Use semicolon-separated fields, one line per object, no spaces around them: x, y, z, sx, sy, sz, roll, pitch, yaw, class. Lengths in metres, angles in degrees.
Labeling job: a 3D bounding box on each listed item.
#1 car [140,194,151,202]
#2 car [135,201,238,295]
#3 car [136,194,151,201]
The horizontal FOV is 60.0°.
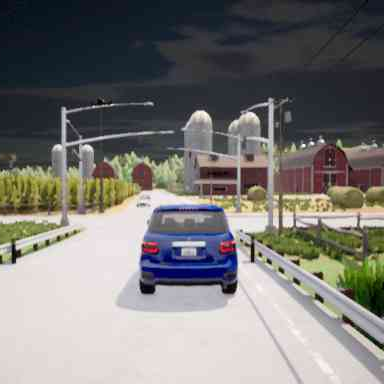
-8.679;1.089;62.069;1.994;1.385;4.181;0;1;-7;car
-0.110;1.340;9.164;2.150;2.045;5.566;0;-2;-1;car
-6.612;1.358;45.533;1.812;1.442;4.674;0;1;-7;car
